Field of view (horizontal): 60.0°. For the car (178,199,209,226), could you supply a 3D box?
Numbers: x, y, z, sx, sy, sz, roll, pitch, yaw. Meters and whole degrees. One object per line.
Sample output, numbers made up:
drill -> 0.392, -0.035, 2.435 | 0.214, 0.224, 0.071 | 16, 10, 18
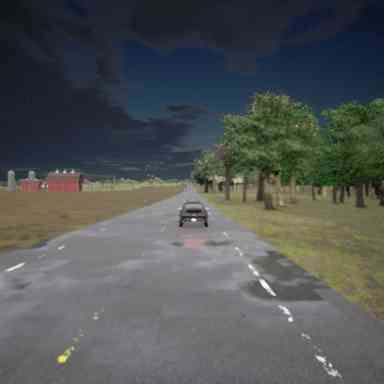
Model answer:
car -> 0.112, 1.469, 23.014 | 1.837, 1.490, 4.892 | 0, 0, 0
